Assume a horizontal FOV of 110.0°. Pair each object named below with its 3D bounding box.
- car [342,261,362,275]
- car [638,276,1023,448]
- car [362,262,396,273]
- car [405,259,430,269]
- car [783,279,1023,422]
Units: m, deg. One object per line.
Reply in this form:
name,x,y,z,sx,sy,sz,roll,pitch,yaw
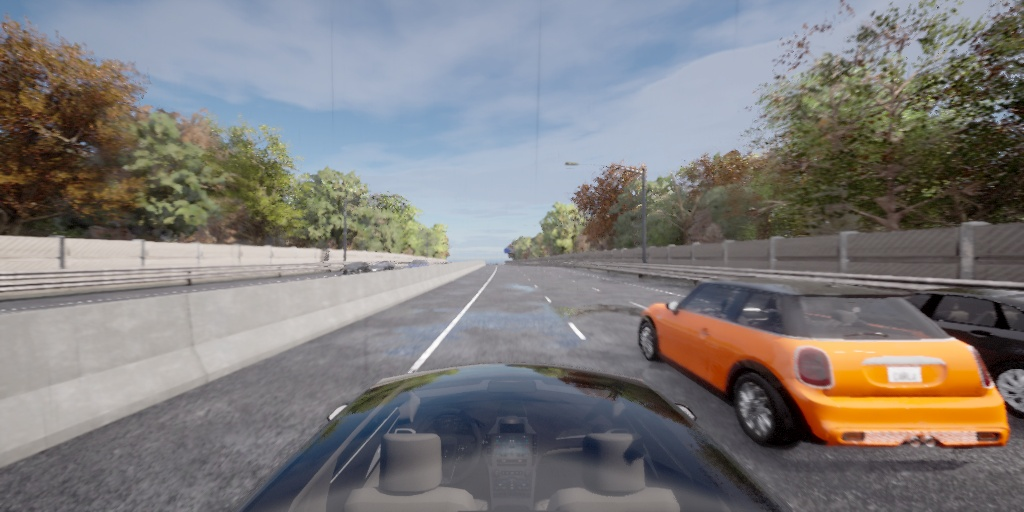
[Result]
car,-17.992,1.400,41.842,1.837,1.490,4.892,0,0,-1
car,3.591,1.108,5.407,2.097,1.767,4.553,0,0,0
car,-14.455,1.377,40.113,2.128,1.511,4.902,0,0,-1
car,-10.982,1.241,42.129,2.097,1.767,4.553,0,0,-1
car,7.092,1.257,5.704,1.837,1.490,4.892,0,0,0
